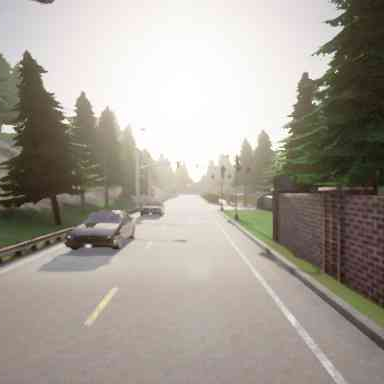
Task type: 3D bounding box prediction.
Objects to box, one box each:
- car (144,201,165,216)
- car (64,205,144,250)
[{"bbox_3d":[-3.531,1.520,30.455,1.895,1.301,4.718,0,0,0],"label":"car"},{"bbox_3d":[-3.600,1.477,14.194,2.033,1.411,5.357,0,0,0],"label":"car"}]
